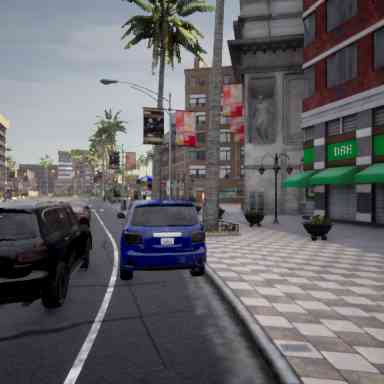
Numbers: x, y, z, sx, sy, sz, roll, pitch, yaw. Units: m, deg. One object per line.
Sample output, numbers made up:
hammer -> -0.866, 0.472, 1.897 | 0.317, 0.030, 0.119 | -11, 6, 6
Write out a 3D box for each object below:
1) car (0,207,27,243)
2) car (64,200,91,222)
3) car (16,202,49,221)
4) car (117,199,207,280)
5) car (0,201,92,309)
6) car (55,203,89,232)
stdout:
car -> -9.566, 1.519, 16.443 | 1.812, 1.442, 4.674 | 0, -1, -17
car -> -9.365, 1.470, 27.354 | 1.882, 1.535, 5.008 | 0, 0, -18
car -> -13.182, 1.552, 27.762 | 1.994, 1.385, 4.181 | 0, 0, -18
car -> -1.082, 1.219, 10.223 | 2.150, 2.045, 5.566 | 0, 0, -11
car -> -3.810, 1.218, 7.857 | 2.150, 2.045, 5.566 | 0, 0, -9
car -> -7.430, 1.520, 20.958 | 1.812, 1.442, 4.674 | 0, 0, -17
